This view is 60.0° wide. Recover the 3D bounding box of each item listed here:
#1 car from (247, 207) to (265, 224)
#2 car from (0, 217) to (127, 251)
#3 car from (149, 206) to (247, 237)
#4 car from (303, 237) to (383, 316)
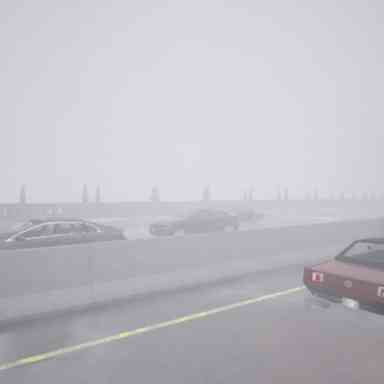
[{"bbox_3d":[2.856,1.658,23.249,4.718,1.301,1.895,0,0,-36],"label":"car"},{"bbox_3d":[-4.270,1.506,9.543,4.902,1.511,2.128,0,0,-36],"label":"car"},{"bbox_3d":[0.205,1.516,17.048,5.008,1.535,1.882,0,0,-36],"label":"car"},{"bbox_3d":[4.528,1.624,6.990,4.718,1.301,1.895,0,0,-36],"label":"car"}]
